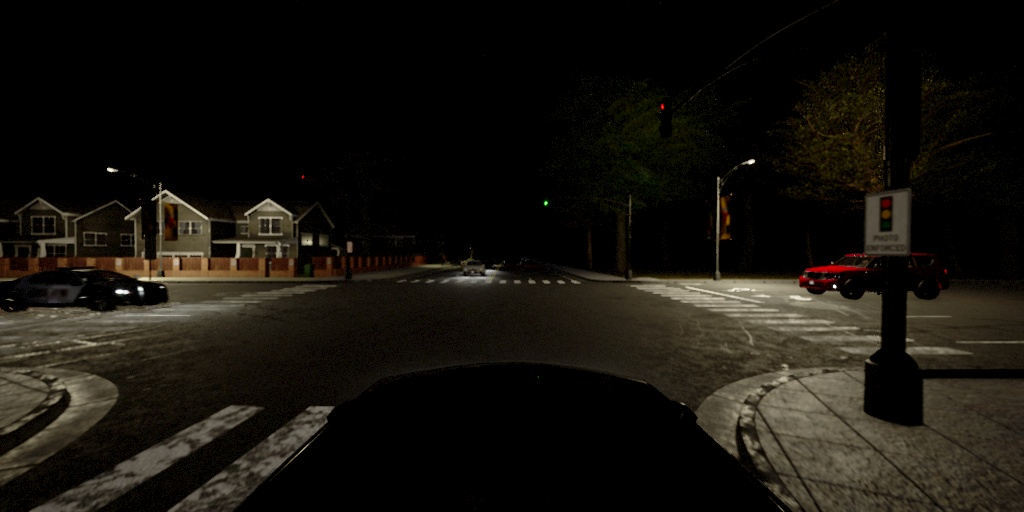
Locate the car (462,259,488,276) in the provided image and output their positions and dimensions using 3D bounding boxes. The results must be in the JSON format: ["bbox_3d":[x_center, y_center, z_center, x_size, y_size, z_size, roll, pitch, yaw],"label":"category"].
[{"bbox_3d":[-3.520,1.112,34.015,1.812,1.442,4.674,0,1,-1],"label":"car"}]

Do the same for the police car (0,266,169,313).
[{"bbox_3d":[-15.553,1.196,13.137,4.974,1.542,2.038,0,1,0],"label":"police car"}]

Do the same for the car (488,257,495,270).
[{"bbox_3d":[-3.683,1.123,48.094,1.895,1.301,4.718,0,0,0],"label":"car"}]

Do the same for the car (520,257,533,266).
[{"bbox_3d":[2.712,0.972,63.424,2.128,1.511,4.902,0,0,-1],"label":"car"}]

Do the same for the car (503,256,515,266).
[{"bbox_3d":[-0.538,0.970,63.384,1.837,1.490,4.892,0,0,-1],"label":"car"}]

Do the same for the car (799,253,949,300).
[{"bbox_3d":[16.661,0.881,16.643,5.566,2.045,2.150,0,1,0],"label":"car"}]
